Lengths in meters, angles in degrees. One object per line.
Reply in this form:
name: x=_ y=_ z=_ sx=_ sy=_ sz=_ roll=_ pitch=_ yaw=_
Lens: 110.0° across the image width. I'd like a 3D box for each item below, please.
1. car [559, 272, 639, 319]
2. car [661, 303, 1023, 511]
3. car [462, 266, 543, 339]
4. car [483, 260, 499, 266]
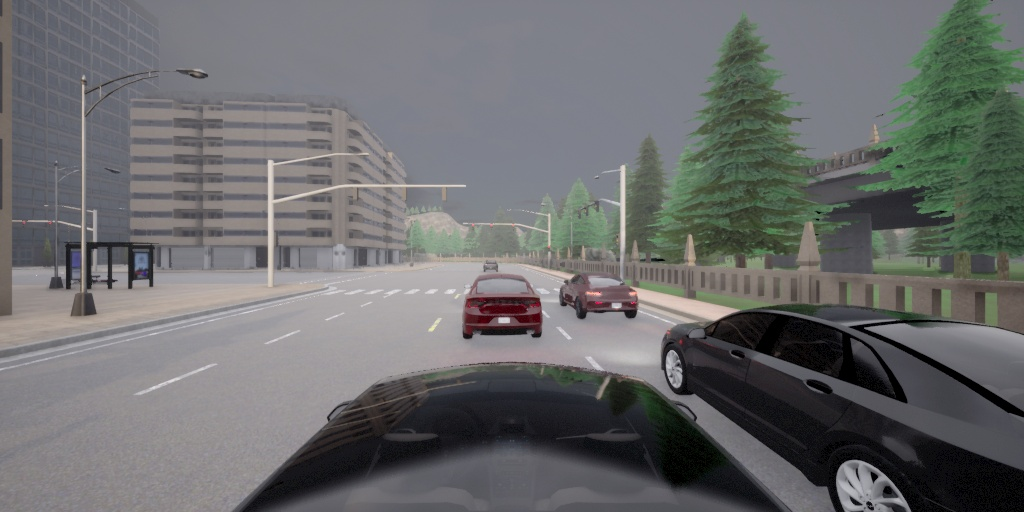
car: x=2.922 y=1.276 z=12.736 sx=1.812 sy=1.442 sz=4.674 roll=0 pitch=0 yaw=-3
car: x=3.258 y=1.255 z=3.746 sx=1.837 sy=1.490 sz=4.892 roll=0 pitch=0 yaw=0
car: x=-0.340 y=1.228 z=10.161 sx=1.882 sy=1.535 sz=5.008 roll=0 pitch=0 yaw=-4
car: x=-2.716 y=1.242 z=45.914 sx=2.128 sy=1.511 sz=4.902 roll=0 pitch=0 yaw=-4
